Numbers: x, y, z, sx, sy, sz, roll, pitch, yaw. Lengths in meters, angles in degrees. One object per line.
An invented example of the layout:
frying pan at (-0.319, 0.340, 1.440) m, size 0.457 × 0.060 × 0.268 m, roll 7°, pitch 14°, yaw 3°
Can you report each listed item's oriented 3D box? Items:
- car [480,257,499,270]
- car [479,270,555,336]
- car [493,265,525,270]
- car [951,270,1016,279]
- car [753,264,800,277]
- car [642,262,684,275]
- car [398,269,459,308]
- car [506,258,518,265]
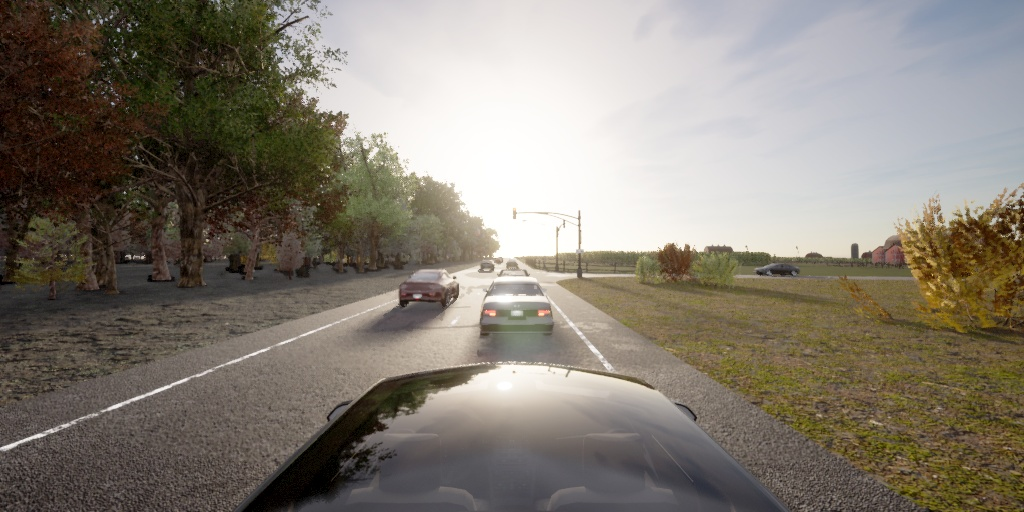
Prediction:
car at (-3.434, 1.248, 51.040) m, size 2.128 × 1.511 × 4.902 m, roll 0°, pitch 0°, yaw 0°
car at (0.090, 1.300, 10.368) m, size 2.033 × 1.411 × 5.357 m, roll 0°, pitch 0°, yaw 0°
car at (0.086, 1.355, 20.017) m, size 1.895 × 1.301 × 4.718 m, roll 0°, pitch 0°, yaw 0°
car at (51.394, 1.909, 38.858) m, size 4.718 × 1.301 × 1.895 m, roll 1°, pitch -1°, yaw 1°
car at (31.325, 1.652, 42.566) m, size 4.892 × 1.490 × 1.837 m, roll 0°, pitch -1°, yaw 1°
car at (17.973, 1.496, 42.642) m, size 4.902 × 1.511 × 2.128 m, roll 1°, pitch -1°, yaw 1°
car at (-3.410, 1.279, 15.225) m, size 1.812 × 1.442 × 4.674 m, roll 0°, pitch 0°, yaw 0°
car at (0.044, 1.280, 62.014) m, size 1.812 × 1.442 × 4.674 m, roll 0°, pitch 0°, yaw 0°
